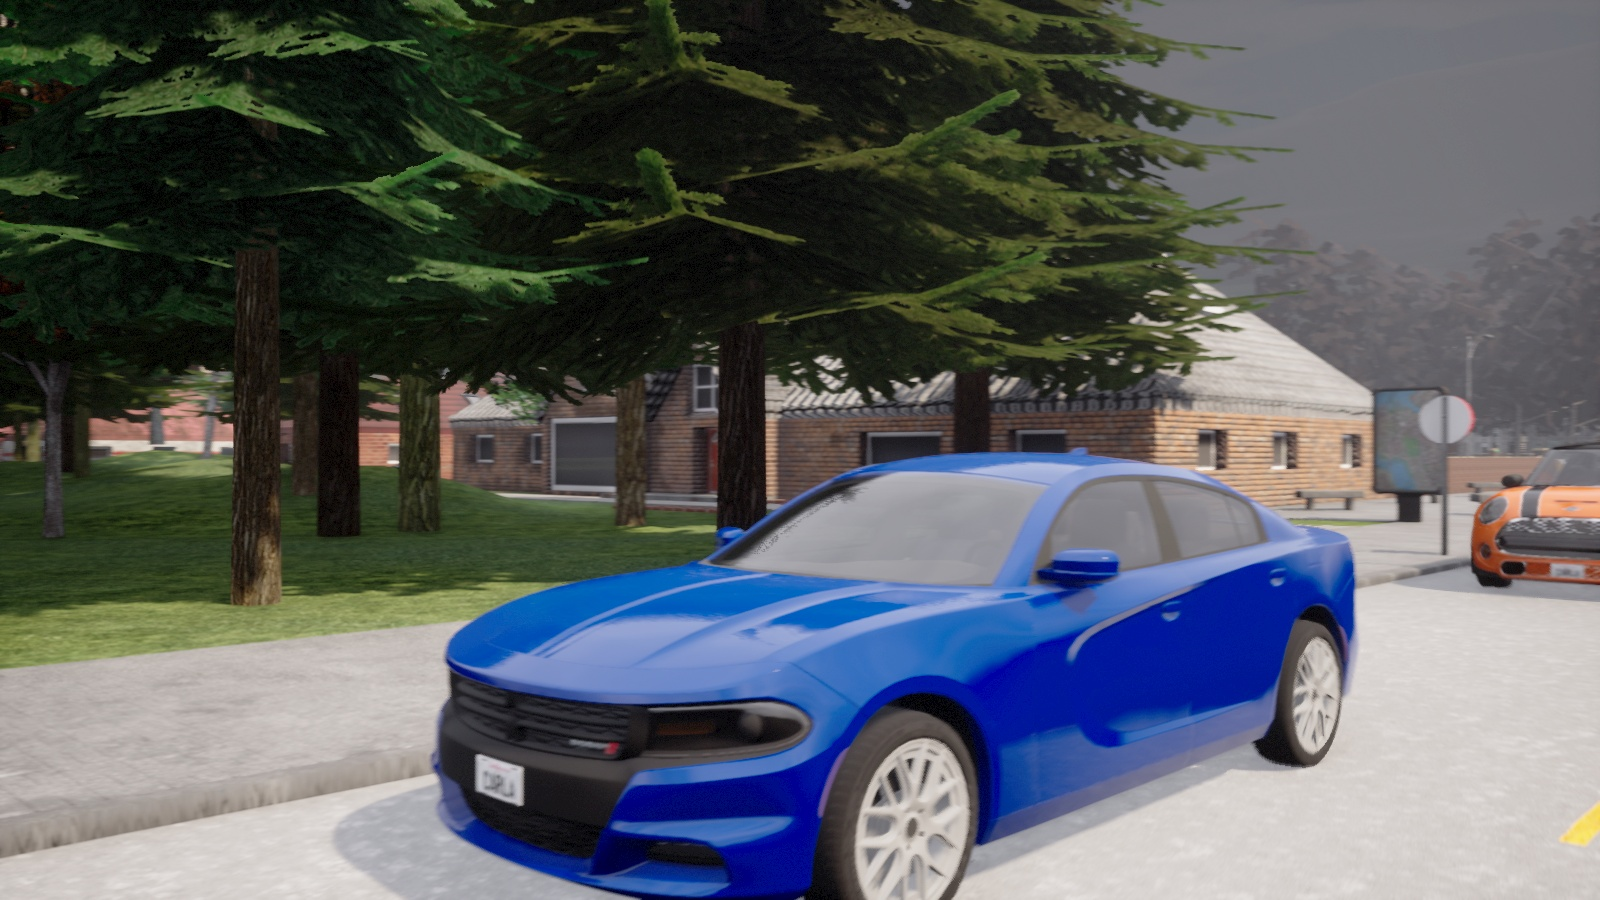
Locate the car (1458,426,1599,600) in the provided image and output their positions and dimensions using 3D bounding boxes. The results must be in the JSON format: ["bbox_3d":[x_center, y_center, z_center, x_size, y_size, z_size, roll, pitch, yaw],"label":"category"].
[{"bbox_3d":[9.492,0.642,14.550,2.097,1.767,4.553,0,0,44],"label":"car"}]

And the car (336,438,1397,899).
[{"bbox_3d":[0.774,0.746,5.596,1.882,1.535,5.008,0,0,44],"label":"car"}]
